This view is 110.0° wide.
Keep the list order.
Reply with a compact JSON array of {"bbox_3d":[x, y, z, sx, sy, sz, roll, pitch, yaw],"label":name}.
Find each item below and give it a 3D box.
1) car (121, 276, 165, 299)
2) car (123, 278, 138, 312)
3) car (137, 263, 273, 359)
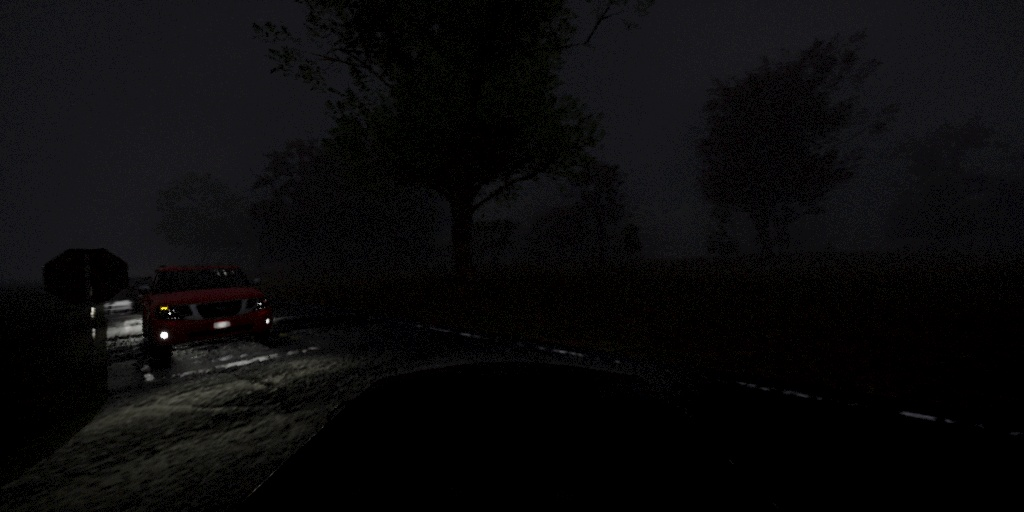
[{"bbox_3d":[-26.197,2.170,25.412,4.718,1.301,1.895,-2,1,41],"label":"car"},{"bbox_3d":[-17.585,1.793,17.841,4.902,1.511,2.128,-2,1,41],"label":"car"},{"bbox_3d":[-8.475,1.235,9.798,5.566,2.045,2.150,-2,0,42],"label":"car"}]
